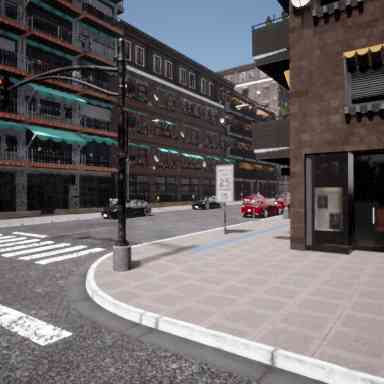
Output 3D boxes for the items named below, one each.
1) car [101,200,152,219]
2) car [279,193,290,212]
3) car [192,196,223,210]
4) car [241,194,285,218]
[{"bbox_3d":[-4.932,1.264,25.524,1.947,1.339,4.313,1,1,35],"label":"car"},{"bbox_3d":[8.531,1.065,29.827,1.802,1.307,4.206,1,1,35],"label":"car"},{"bbox_3d":[1.707,1.081,34.700,1.947,1.339,4.313,1,1,35],"label":"car"},{"bbox_3d":[5.322,1.118,25.162,1.887,1.381,4.507,1,1,35],"label":"car"}]
